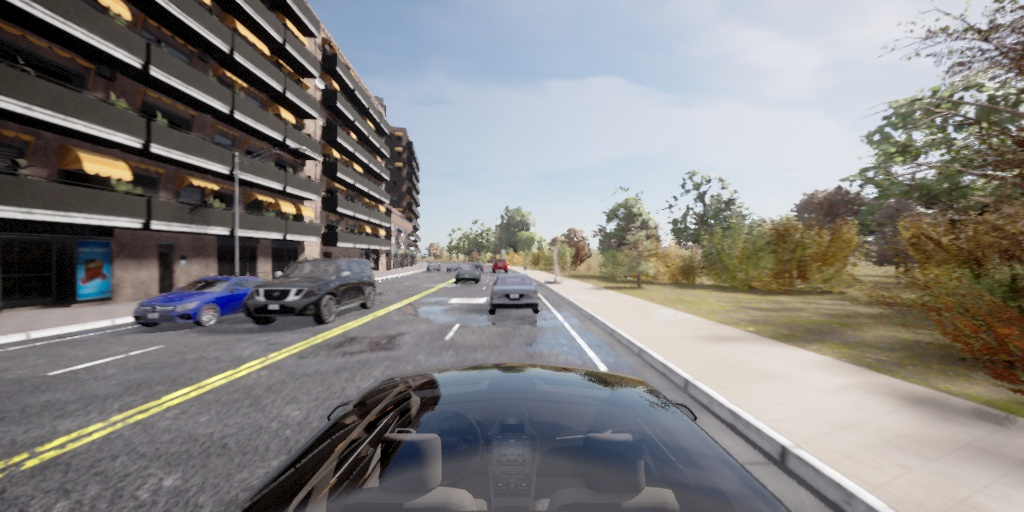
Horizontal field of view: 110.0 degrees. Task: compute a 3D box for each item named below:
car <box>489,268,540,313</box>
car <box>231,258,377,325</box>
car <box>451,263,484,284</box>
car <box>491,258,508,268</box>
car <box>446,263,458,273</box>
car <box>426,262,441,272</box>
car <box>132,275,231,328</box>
[{"bbox_3d":[0.054,1.394,14.433,2.033,1.411,5.357,0,0,-1],"label":"car"},{"bbox_3d":[-6.638,1.091,12.700,2.150,2.045,5.566,0,-1,-1],"label":"car"},{"bbox_3d":[-3.648,1.546,30.298,1.994,1.385,4.181,0,0,-2],"label":"car"},{"bbox_3d":[-1.799,1.350,52.323,2.150,2.045,5.566,0,0,-5],"label":"car"},{"bbox_3d":[-8.500,1.692,52.612,1.812,1.442,4.674,0,0,-4],"label":"car"},{"bbox_3d":[-11.977,1.693,55.089,2.128,1.511,4.902,0,0,-5],"label":"car"},{"bbox_3d":[-9.887,1.405,12.182,1.812,1.442,4.674,0,0,-1],"label":"car"}]
